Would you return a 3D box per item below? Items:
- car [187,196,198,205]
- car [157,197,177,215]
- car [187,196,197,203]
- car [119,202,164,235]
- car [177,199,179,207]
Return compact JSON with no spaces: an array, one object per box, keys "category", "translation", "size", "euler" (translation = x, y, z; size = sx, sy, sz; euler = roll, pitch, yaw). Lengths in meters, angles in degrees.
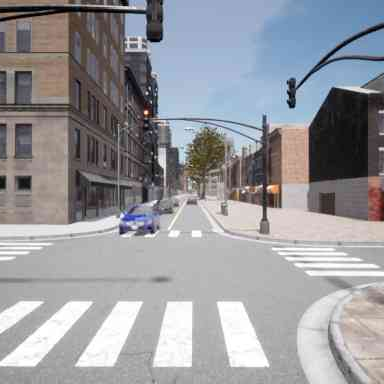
[{"category":"car","translation":[0.028,1.524,58.962],"size":[2.033,1.411,5.357],"euler":[0,0,1]},{"category":"car","translation":[-2.889,1.488,34.353],"size":[1.837,1.490,4.892],"euler":[0,-1,0]},{"category":"car","translation":[0.021,1.542,69.244],"size":[1.994,1.385,4.181],"euler":[0,0,0]},{"category":"car","translation":[-2.879,1.517,18.984],"size":[1.812,1.442,4.674],"euler":[0,0,0]},{"category":"car","translation":[-2.892,1.502,49.408],"size":[1.812,1.442,4.674],"euler":[0,0,0]}]
